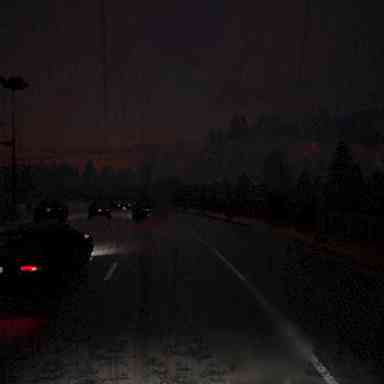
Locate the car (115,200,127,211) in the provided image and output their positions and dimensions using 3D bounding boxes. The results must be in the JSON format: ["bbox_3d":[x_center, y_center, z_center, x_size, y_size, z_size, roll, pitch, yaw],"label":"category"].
[{"bbox_3d":[-8.762,1.603,40.688,1.895,1.301,4.718,0,0,-23],"label":"car"}]

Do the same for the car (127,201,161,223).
[{"bbox_3d":[-3.612,1.477,25.725,2.128,1.511,4.902,0,0,-15],"label":"car"}]

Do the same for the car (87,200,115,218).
[{"bbox_3d":[-8.248,1.553,29.466,2.033,1.411,5.357,0,0,-17],"label":"car"}]

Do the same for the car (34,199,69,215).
[{"bbox_3d":[-11.034,1.371,26.316,2.097,1.767,4.553,0,0,-16],"label":"car"}]

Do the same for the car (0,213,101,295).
[{"bbox_3d":[-3.997,1.545,8.857,2.033,1.411,5.357,0,0,-6],"label":"car"}]

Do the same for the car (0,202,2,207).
[{"bbox_3d":[-24.579,1.644,41.105,2.033,1.411,5.357,0,0,-27],"label":"car"}]
